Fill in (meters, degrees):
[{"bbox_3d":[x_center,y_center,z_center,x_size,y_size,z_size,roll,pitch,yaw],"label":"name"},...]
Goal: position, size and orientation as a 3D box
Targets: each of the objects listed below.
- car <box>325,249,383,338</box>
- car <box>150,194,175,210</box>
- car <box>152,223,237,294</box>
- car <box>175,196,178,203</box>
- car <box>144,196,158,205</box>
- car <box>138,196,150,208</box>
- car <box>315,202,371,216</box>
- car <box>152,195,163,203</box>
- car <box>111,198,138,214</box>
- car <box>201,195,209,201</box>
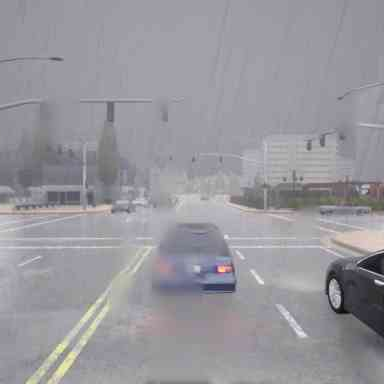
[{"bbox_3d":[3.548,1.505,4.706,1.837,1.490,4.892,0,0,0],"label":"car"},{"bbox_3d":[-3.712,1.222,43.002,2.150,2.045,5.566,0,0,-1],"label":"car"},{"bbox_3d":[0.055,1.547,8.952,2.033,1.411,5.357,0,0,0],"label":"car"},{"bbox_3d":[-3.752,1.526,54.895,1.812,1.442,4.674,0,0,0],"label":"car"},{"bbox_3d":[-7.254,1.506,59.575,1.837,1.490,4.892,0,0,0],"label":"car"},{"bbox_3d":[-7.238,1.526,46.969,1.812,1.442,4.674,0,0,0],"label":"car"},{"bbox_3d":[14.351,1.601,31.871,4.718,1.301,1.895,0,0,1],"label":"car"},{"bbox_3d":[-7.210,1.500,69.754,1.837,1.490,4.892,0,0,0],"label":"car"},{"bbox_3d":[-7.207,1.525,35.104,1.812,1.442,4.674,0,0,0],"label":"car"},{"bbox_3d":[3.245,1.553,84.630,1.994,1.385,4.181,0,0,0],"label":"car"}]
